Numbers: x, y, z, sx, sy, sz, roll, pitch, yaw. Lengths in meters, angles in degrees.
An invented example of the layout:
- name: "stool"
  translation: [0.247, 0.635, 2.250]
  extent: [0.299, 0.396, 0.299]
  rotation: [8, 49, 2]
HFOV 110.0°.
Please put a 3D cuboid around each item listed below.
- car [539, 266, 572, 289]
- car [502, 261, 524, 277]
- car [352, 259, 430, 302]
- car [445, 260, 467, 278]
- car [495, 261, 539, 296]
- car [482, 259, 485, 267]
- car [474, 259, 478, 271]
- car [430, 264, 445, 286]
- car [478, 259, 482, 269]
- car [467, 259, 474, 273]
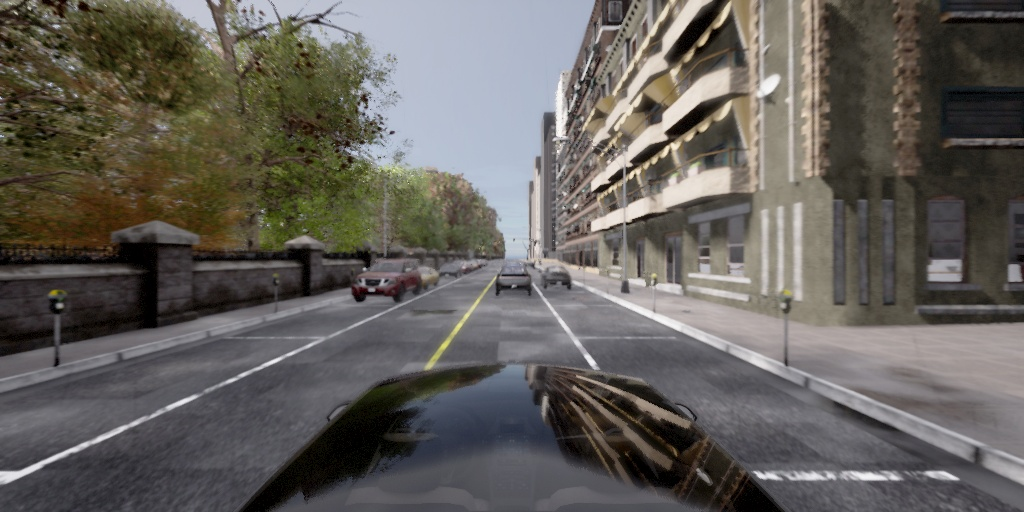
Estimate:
- name: "car"
  translation: [2.687, 1.293, 22.592]
  extent: [2.007, 1.370, 4.403]
  rotation: [0, 0, 0]
- name: "car"
  translation: [0.096, 1.289, 36.937]
  extent: [2.033, 1.411, 5.357]
  rotation: [0, 0, 0]
- name: "car"
  translation: [-5.693, 1.059, 17.050]
  extent: [2.192, 1.841, 5.009]
  rotation: [0, 0, 0]
- name: "car"
  translation: [-5.694, 1.307, 33.666]
  extent: [1.948, 1.339, 4.313]
  rotation: [0, 0, 0]
- name: "car"
  translation: [0.099, 1.235, 19.425]
  extent: [2.128, 1.511, 4.902]
  rotation: [0, 0, 0]
- name: "car"
  translation: [-5.697, 1.184, 55.821]
  extent: [1.967, 1.591, 4.097]
  rotation: [0, 0, 0]
- name: "car"
  translation: [-5.695, 1.324, 44.743]
  extent: [1.802, 1.307, 4.207]
  rotation: [0, 0, 0]
- name: "car"
  translation: [-5.693, 1.268, 22.419]
  extent: [1.751, 1.417, 4.829]
  rotation: [0, 0, 0]
- name: "car"
  translation: [-5.696, 1.268, 50.112]
  extent: [1.751, 1.417, 4.829]
  rotation: [0, 0, 0]
- name: "car"
  translation: [-5.695, 1.181, 39.204]
  extent: [1.967, 1.591, 4.097]
  rotation: [0, 0, 0]
